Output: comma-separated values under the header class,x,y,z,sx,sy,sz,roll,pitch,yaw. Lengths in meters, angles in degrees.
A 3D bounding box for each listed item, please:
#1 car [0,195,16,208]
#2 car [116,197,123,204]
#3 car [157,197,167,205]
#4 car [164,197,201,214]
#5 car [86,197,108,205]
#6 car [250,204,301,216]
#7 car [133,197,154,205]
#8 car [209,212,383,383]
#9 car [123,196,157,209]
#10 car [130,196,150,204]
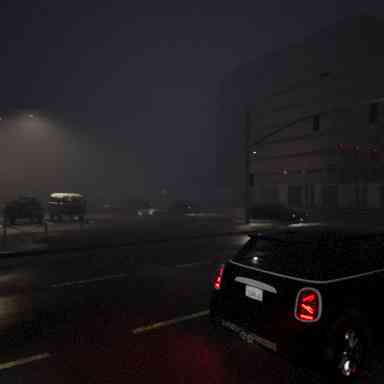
class,x,y,z,sx,sy,sz,roll,pitch,yaw
car,-31.776,1.218,56.423,1.932,1.855,4.605,0,0,-35
car,-14.020,1.651,67.945,1.994,1.385,4.181,0,0,-35
car,-5.470,1.616,61.949,1.812,1.442,4.674,0,0,-35
car,-0.845,1.604,36.988,1.812,1.442,4.674,0,0,-35
car,-16.614,1.580,59.339,2.128,1.511,4.902,0,0,-35
car,6.519,1.623,26.230,2.033,1.411,5.357,0,0,-31
car,-8.964,1.612,60.824,1.812,1.442,4.674,0,0,-36
car,2.555,1.358,5.626,4.553,1.767,2.097,0,0,-35
car,-7.212,1.431,45.949,2.097,1.767,4.553,0,0,-35
car,-10.983,1.636,69.678,2.033,1.411,5.357,0,0,-35
